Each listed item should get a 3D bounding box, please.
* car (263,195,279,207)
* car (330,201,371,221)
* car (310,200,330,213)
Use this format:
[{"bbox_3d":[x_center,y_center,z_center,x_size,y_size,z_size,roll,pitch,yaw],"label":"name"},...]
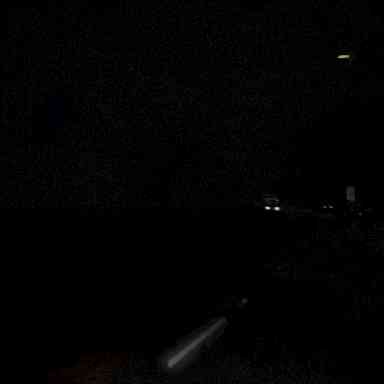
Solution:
[{"bbox_3d":[13.537,1.454,57.436,2.150,2.045,5.566,0,-1,5],"label":"car"},{"bbox_3d":[13.316,1.553,27.824,1.882,1.535,5.008,0,0,11],"label":"car"},{"bbox_3d":[15.157,1.655,38.382,2.033,1.411,5.357,0,0,4],"label":"car"}]
